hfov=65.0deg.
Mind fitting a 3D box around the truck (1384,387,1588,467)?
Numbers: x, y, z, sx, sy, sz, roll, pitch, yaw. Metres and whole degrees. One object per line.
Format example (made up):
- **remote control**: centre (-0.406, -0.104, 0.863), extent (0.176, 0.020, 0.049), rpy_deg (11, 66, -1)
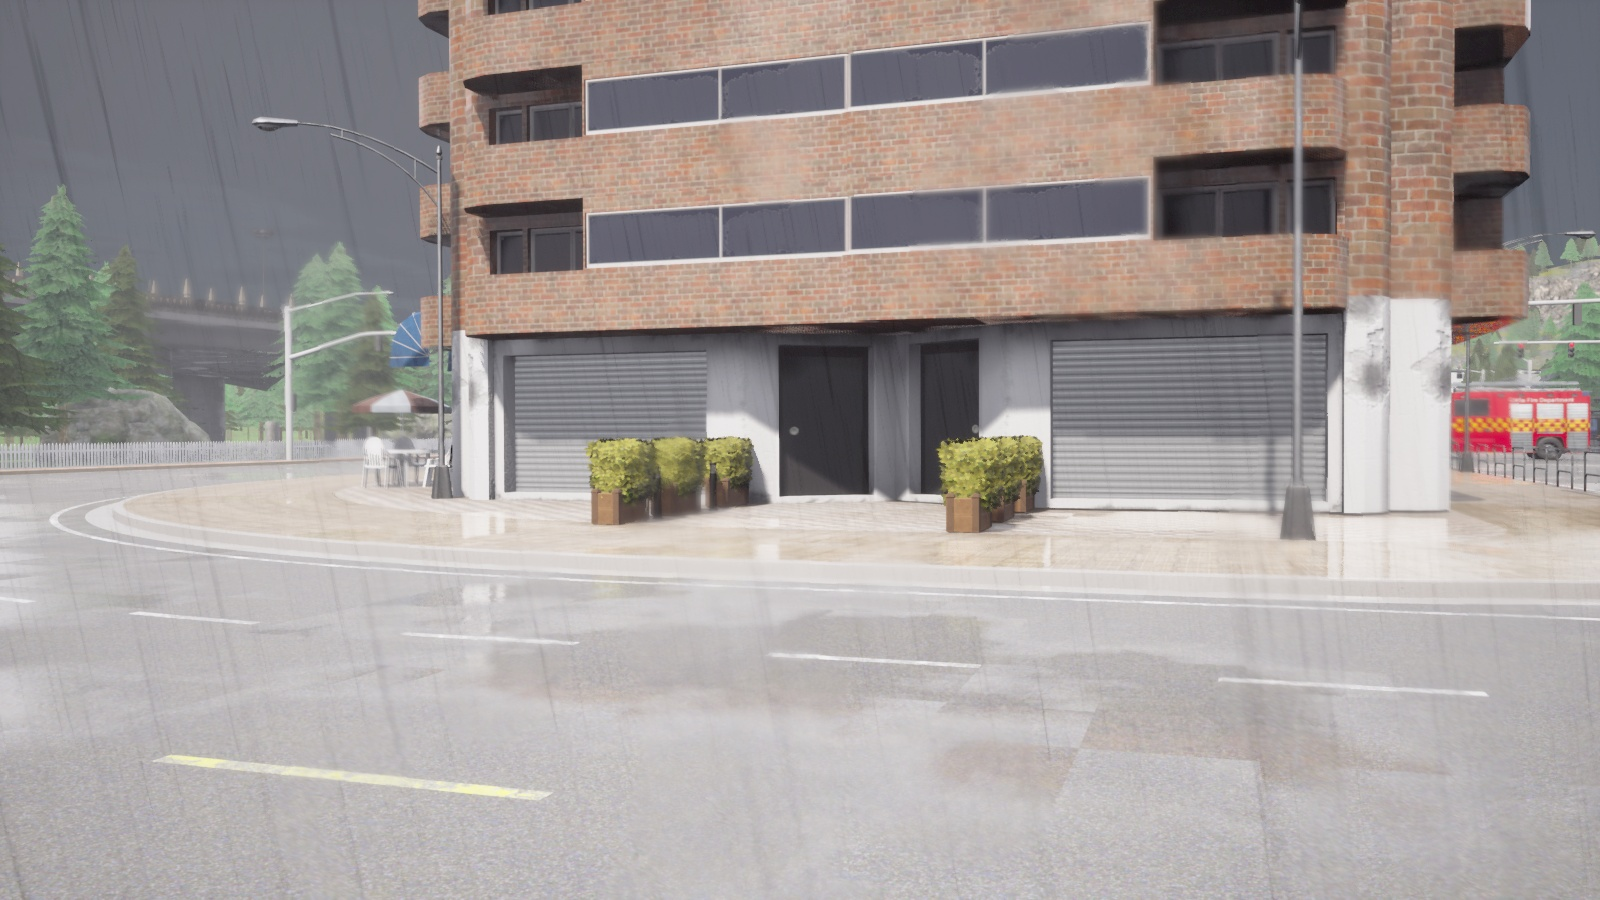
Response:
- **truck**: centre (33.947, -1.157, 62.549), extent (8.468, 3.827, 2.891), rpy_deg (1, 1, 19)
